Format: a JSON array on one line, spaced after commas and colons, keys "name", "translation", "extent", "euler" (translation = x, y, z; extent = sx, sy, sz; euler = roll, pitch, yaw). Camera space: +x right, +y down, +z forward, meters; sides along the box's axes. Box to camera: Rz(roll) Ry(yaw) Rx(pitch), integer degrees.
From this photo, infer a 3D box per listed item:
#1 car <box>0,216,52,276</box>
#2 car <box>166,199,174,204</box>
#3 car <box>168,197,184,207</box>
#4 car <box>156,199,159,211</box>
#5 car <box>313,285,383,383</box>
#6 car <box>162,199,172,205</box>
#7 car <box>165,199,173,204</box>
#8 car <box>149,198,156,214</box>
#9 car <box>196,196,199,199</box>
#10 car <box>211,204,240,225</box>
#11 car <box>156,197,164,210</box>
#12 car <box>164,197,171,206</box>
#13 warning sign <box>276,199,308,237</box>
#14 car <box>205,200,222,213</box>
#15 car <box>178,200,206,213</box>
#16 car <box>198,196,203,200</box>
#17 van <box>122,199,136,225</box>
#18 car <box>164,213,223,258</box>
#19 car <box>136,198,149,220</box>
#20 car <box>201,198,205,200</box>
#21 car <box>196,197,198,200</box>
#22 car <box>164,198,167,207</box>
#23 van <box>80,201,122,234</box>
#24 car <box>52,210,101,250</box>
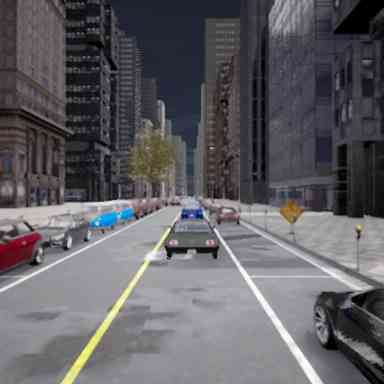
[{"name": "car", "translation": [-5.765, 1.528, 9.128], "extent": [1.967, 1.590, 4.097], "euler": [0, -1, 0]}, {"name": "car", "translation": [-5.776, 2.449, 88.607], "extent": [1.802, 1.307, 4.206], "euler": [0, -1, 0]}, {"name": "car", "translation": [-3.029, 2.224, 64.573], "extent": [1.895, 1.301, 4.718], "euler": [0, -1, 1]}, {"name": "car", "translation": [-5.769, 1.980, 43.191], "extent": [1.947, 1.339, 4.313], "euler": [0, -1, 0]}, {"name": "car", "translation": [2.761, 1.600, 3.457], "extent": [1.947, 1.339, 4.313], "euler": [0, -1, 0]}, {"name": "car", "translation": [-5.774, 2.275, 77.084], "extent": [1.752, 1.417, 4.829], "euler": [0, -1, 0]}, {"name": "car", "translation": [-5.775, 2.391, 82.930], "extent": [1.802, 1.307, 4.206], "euler": [0, -1, 0]}, {"name": "car", "translation": [-5.769, 1.674, 37.516], "extent": [2.192, 1.841, 5.009], "euler": [0, -1, 0]}, {"name": "car", "translation": [2.749, 2.307, 88.618], "extent": [1.967, 1.590, 4.097], "euler": [0, -1, 0]}, {"name": "car", "translation": [2.758, 1.833, 26.167], "extent": [1.802, 1.307, 4.206], "euler": [0, -1, 0]}, {"name": "car", "translation": [-5.770, 1.784, 48.870], "extent": [2.192, 1.841, 5.009], "euler": [0, -1, 0]}, {"name": "car", "translation": [-5.773, 1.952, 65.901], "extent": [2.192, 1.841, 5.009], "euler": [0, -1, 0]}, {"name": "warning sign", "translation": [5.066, 1.278, 16.969], "extent": [1.300, 1.860, 1.060], "euler": [0, 0, 0]}, {"name": "car", "translation": [2.756, 1.910, 37.522], "extent": [2.008, 1.369, 4.403], "euler": [0, -1, 0]}, {"name": "car", "translation": [0.023, 1.758, 29.271], "extent": [1.882, 1.535, 5.008], "euler": [0, 0, 1]}, {"name": "car", "translation": [2.752, 2.077, 65.910], "extent": [1.967, 1.590, 4.097], "euler": [0, -1, 0]}, {"name": "van", "translation": [-5.767, 1.591, 26.161], "extent": [1.690, 1.788, 3.998], "euler": [0, -1, 0]}, {"name": "car", "translation": [0.013, 1.728, 13.262], "extent": [1.895, 1.301, 4.718], "euler": [0, -1, 0]}, {"name": "car", "translation": [-5.768, 1.620, 31.839], "extent": [2.192, 1.841, 5.009], "euler": [0, -1, 0]}, {"name": "car", "translation": [2.754, 2.052, 54.724], "extent": [1.752, 1.417, 4.829], "euler": [0, -1, 0]}, {"name": "car", "translation": [2.750, 2.360, 82.940], "extent": [2.008, 1.369, 4.403], "euler": [0, -1, 0]}, {"name": "car", "translation": [-5.771, 2.075, 54.545], "extent": [2.008, 1.369, 4.403], "euler": [0, -1, 0]}, {"name": "van", "translation": [-5.766, 1.537, 20.484], "extent": [1.690, 1.788, 3.998], "euler": [0, -1, 0]}, {"name": "car", "translation": [-5.765, 1.693, 14.805], "extent": [2.008, 1.369, 4.403], "euler": [0, -1, 0]}]
